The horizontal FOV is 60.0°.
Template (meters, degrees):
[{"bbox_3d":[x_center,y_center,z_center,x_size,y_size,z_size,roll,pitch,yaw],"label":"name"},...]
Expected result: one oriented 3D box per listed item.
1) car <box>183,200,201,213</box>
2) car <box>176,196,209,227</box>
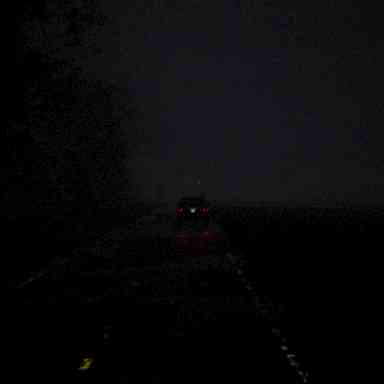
[{"bbox_3d":[0.019,1.646,39.891,1.994,1.385,4.181,0,0,0],"label":"car"},{"bbox_3d":[0.055,1.270,23.540,2.150,2.045,5.566,0,0,0],"label":"car"}]
